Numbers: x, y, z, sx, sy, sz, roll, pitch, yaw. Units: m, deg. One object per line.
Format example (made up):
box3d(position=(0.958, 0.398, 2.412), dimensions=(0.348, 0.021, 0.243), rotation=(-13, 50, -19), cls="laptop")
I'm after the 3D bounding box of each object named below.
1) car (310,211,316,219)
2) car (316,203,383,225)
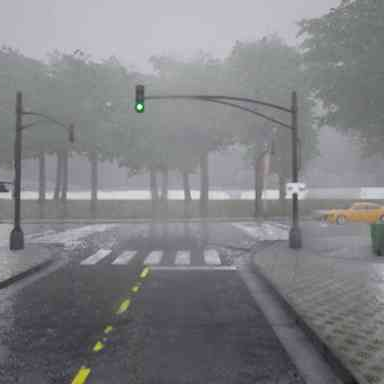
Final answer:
box3d(position=(12.258, 1.767, 27.288), dimensions=(4.718, 1.301, 1.895), rotation=(-1, -2, 0), cls="car")
box3d(position=(12.001, 1.544, 24.044), dimensions=(5.008, 1.535, 1.882), rotation=(-1, -2, 0), cls="car")
